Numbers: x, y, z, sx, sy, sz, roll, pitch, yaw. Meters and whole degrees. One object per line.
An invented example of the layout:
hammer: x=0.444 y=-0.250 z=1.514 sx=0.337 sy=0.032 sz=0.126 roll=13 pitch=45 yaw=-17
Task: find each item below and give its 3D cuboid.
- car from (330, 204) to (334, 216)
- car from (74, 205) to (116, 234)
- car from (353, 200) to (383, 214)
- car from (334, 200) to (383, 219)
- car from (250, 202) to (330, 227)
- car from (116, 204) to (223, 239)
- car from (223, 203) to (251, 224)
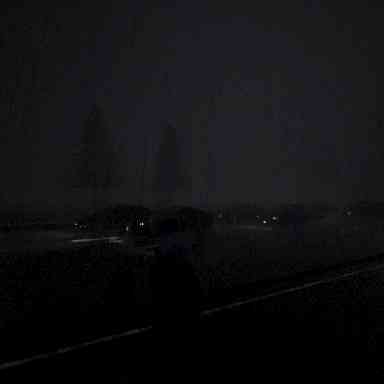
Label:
car: x=11.446 y=1.601 z=30.518 sx=4.718 sy=1.301 sz=1.895 roll=0 pitch=0 yaw=-35
car: x=-4.285 y=1.505 z=19.341 sx=4.892 sy=1.490 sz=1.837 roll=0 pitch=0 yaw=-35
car: x=19.654 y=1.564 z=36.279 sx=4.181 sy=1.385 sz=1.994 roll=0 pitch=0 yaw=-35
car: x=14.851 y=1.491 z=28.649 sx=4.902 sy=1.511 sz=2.128 roll=0 pitch=0 yaw=-35
car: x=6.851 y=1.547 z=22.970 sx=5.357 sy=1.411 sz=2.033 roll=0 pitch=0 yaw=-35
car: x=-1.092 y=1.492 z=17.315 sx=4.902 sy=1.511 sz=2.128 roll=0 pitch=0 yaw=-35
car: x=3.653 y=1.547 z=24.987 sx=5.357 sy=1.411 sz=2.033 roll=0 pitch=0 yaw=-35
